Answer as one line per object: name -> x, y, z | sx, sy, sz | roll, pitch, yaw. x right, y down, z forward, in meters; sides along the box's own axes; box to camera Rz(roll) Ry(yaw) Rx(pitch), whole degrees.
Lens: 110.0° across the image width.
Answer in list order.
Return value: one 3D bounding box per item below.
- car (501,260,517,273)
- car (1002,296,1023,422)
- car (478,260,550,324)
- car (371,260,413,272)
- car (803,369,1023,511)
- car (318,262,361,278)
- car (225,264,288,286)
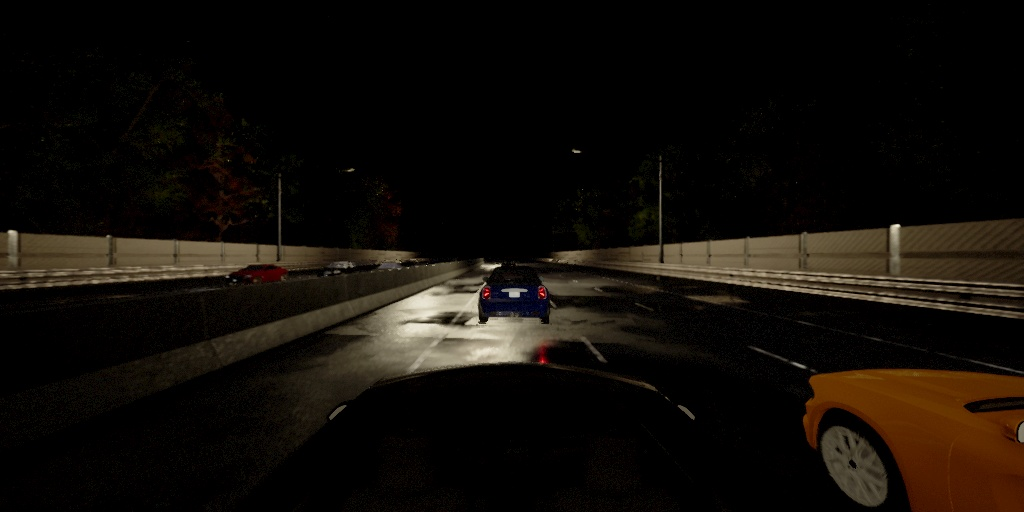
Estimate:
car -> -0.432, 1.271, 44.242 | 1.837, 1.490, 4.892 | 0, 0, -1
car -> 7.092, 1.253, 2.072 | 1.837, 1.490, 4.892 | 0, 0, 0
car -> 0.055, 1.106, 12.192 | 2.097, 1.767, 4.553 | 0, 0, 0
car -> -10.875, 1.308, 32.086 | 2.033, 1.411, 5.357 | 0, 0, -1
car -> 3.592, 1.226, 1.208 | 1.882, 1.535, 5.008 | 0, 0, 0
car -> -14.343, 1.252, 30.088 | 2.128, 1.511, 4.902 | 0, 0, -1
car -> -17.773, 1.286, 25.268 | 1.812, 1.442, 4.674 | 0, 0, -1
